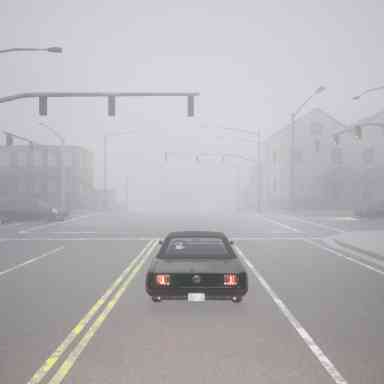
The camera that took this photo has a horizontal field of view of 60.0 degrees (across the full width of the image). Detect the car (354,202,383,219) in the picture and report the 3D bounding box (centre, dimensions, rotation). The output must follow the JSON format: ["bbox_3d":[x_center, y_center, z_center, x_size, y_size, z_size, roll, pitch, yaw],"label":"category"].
[{"bbox_3d":[16.034,1.564,28.154,4.181,1.385,1.994,0,0,0],"label":"car"}]

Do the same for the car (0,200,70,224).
[{"bbox_3d":[-11.209,1.332,23.869,4.553,1.767,2.097,-1,0,5],"label":"car"}]

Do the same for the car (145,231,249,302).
[{"bbox_3d":[0.104,1.601,8.193,1.895,1.301,4.718,0,0,0],"label":"car"}]
